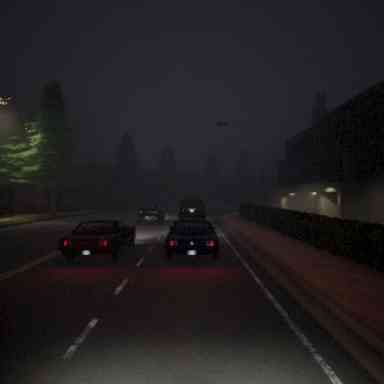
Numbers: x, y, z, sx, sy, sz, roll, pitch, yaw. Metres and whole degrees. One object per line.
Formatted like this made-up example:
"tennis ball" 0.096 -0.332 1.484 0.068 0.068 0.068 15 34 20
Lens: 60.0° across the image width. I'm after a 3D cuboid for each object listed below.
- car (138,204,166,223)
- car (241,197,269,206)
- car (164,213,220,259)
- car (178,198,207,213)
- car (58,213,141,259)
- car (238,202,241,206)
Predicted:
"car" -3.411 1.806 28.482 2.128 1.511 4.902 0 0 2
"car" 13.205 1.963 67.534 5.566 2.045 2.150 0 -1 -36
"car" 0.014 1.747 13.230 1.895 1.301 4.718 0 -1 0
"car" 0.037 1.527 27.546 2.150 2.045 5.566 0 0 1
"car" -3.486 1.747 13.228 1.895 1.301 4.718 0 -1 0
"car" 11.883 2.370 70.862 4.718 1.301 1.895 0 -1 -35
